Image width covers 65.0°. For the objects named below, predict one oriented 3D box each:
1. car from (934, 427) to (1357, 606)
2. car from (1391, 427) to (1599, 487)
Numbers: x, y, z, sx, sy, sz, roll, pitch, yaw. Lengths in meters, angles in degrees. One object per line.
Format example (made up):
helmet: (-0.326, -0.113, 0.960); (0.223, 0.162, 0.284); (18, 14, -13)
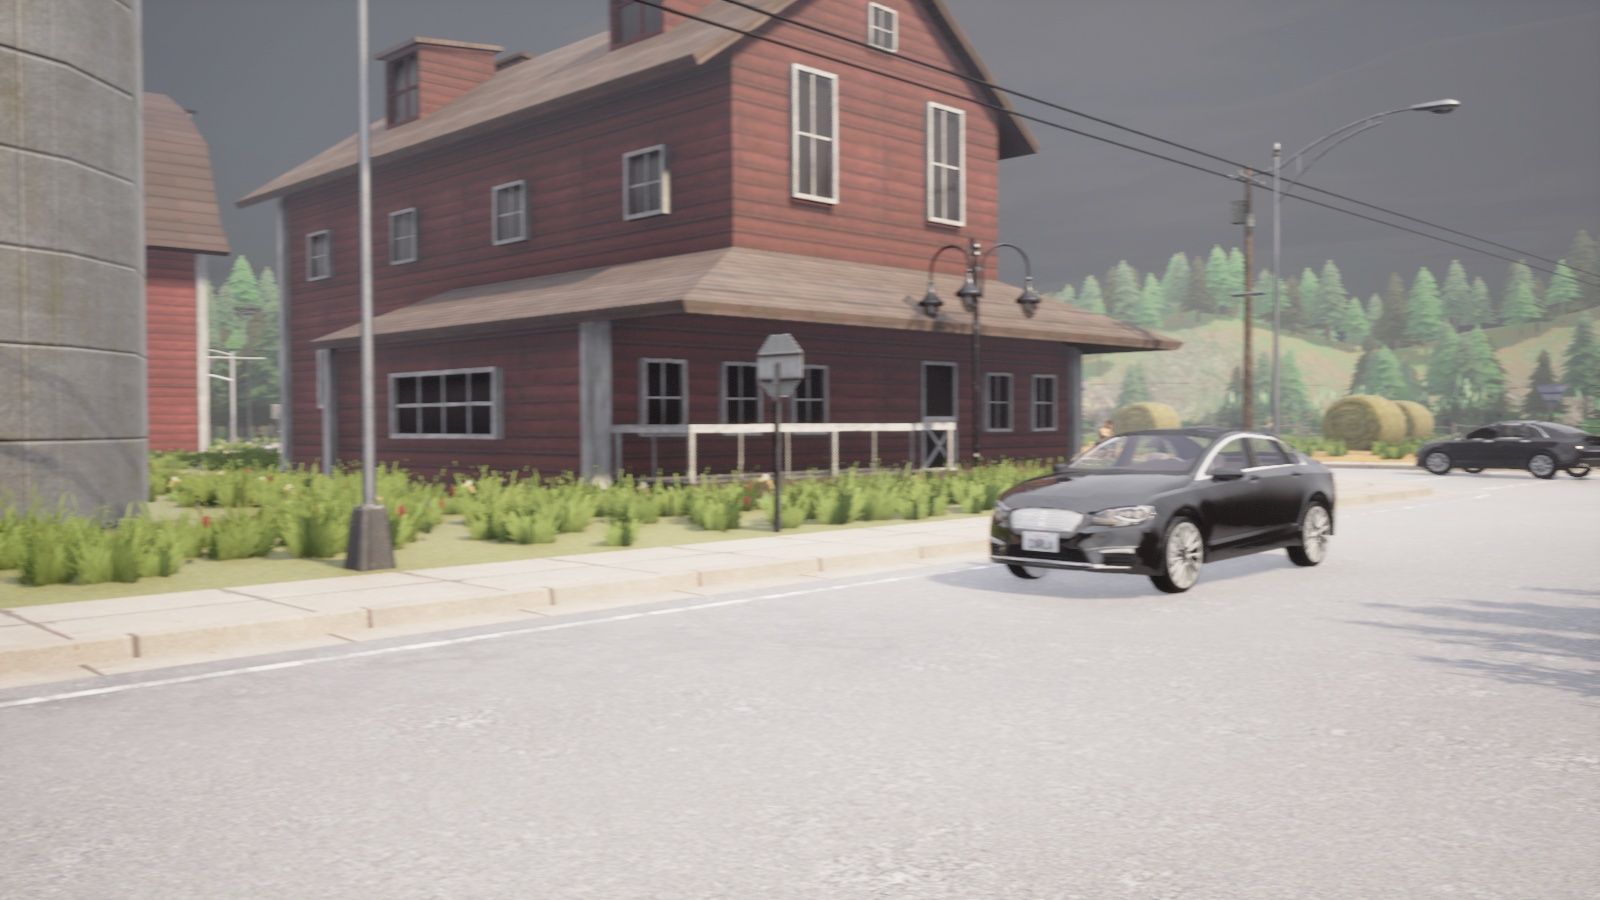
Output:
car: (3.776, 0.515, 13.113); (2.128, 1.511, 4.902); (1, 2, 45)
car: (18.943, 0.132, 34.267); (1.837, 1.490, 4.892); (0, 1, -31)
